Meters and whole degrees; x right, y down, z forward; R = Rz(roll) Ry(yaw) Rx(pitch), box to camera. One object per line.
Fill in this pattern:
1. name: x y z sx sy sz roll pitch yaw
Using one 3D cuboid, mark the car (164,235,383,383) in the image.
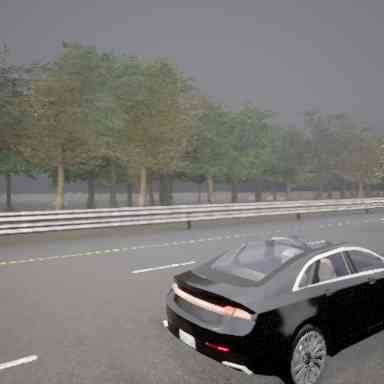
1. car: 1.918 1.451 5.241 4.902 1.511 2.128 -1 0 -36
